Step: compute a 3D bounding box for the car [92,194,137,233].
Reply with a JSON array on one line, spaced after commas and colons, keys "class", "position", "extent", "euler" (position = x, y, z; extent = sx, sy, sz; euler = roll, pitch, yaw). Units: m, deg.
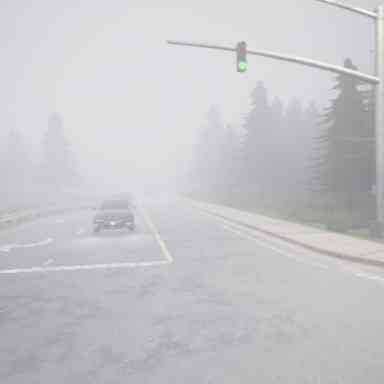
[{"class": "car", "position": [-3.974, 1.117, 17.233], "extent": [1.837, 1.490, 4.892], "euler": [-2, 2, -11]}]

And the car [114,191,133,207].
[{"class": "car", "position": [-7.462, 0.692, 36.444], "extent": [1.837, 1.490, 4.892], "euler": [-2, 2, -9]}]

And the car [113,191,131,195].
[{"class": "car", "position": [-5.744, 0.895, 26.718], "extent": [2.128, 1.511, 4.902], "euler": [-2, 2, -10]}]

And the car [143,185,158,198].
[{"class": "car", "position": [-6.832, -0.105, 55.080], "extent": [2.150, 2.045, 5.566], "euler": [-2, 2, -8]}]
